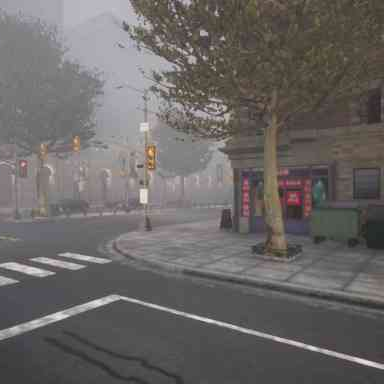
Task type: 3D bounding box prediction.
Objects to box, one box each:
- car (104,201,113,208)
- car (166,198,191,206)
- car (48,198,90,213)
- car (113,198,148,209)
[{"bbox_3d":[-10.283,1.595,47.904,1.895,1.301,4.718,0,0,36],"label":"car"},{"bbox_3d":[-2.179,1.601,53.759,1.895,1.301,4.718,0,0,36],"label":"car"},{"bbox_3d":[-13.908,1.505,37.471,1.837,1.490,4.892,0,0,36],"label":"car"},{"bbox_3d":[-8.070,1.526,45.563,1.812,1.442,4.674,0,0,36],"label":"car"}]
